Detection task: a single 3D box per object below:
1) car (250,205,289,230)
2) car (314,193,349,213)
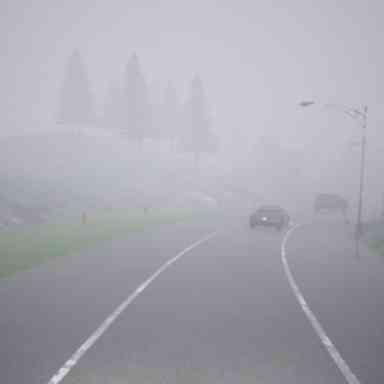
[{"bbox_3d":[5.105,1.568,21.595,1.994,1.385,4.181,3,1,23],"label":"car"},{"bbox_3d":[15.774,1.187,37.580,2.150,2.045,5.566,6,4,43],"label":"car"}]
